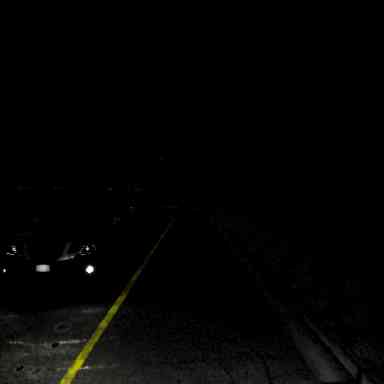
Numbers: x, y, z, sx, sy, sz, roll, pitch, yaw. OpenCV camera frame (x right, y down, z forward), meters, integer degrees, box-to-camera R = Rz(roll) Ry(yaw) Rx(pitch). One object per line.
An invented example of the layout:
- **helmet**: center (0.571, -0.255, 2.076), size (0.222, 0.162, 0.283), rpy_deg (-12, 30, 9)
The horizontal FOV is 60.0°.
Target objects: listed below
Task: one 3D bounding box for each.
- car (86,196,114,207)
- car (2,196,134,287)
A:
- **car**: center (-14.603, 1.408, 52.560), size (4.902, 1.511, 2.128), rpy_deg (1, 1, 45)
- **car**: center (-3.105, 1.234, 9.688), size (2.150, 2.045, 5.566), rpy_deg (0, 0, 0)
